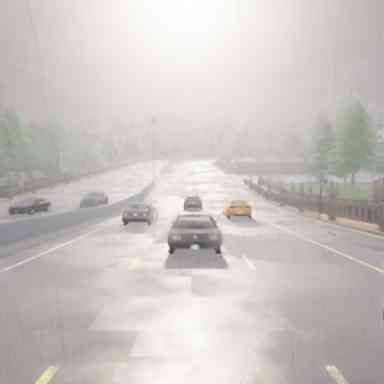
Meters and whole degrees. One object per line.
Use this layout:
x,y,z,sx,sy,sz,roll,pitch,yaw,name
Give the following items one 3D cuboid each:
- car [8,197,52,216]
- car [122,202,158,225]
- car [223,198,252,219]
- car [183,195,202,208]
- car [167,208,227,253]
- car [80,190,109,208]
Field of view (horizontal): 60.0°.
-14.064,1.189,29.117,1.882,1.535,5.008,0,2,0,car
-3.401,1.398,22.418,2.033,1.411,5.357,0,0,0,car
3.599,1.255,26.997,1.882,1.535,5.008,0,1,0,car
0.098,0.954,35.807,1.994,1.385,4.181,0,4,0,car
0.100,1.514,13.193,1.895,1.301,4.718,0,0,0,car
-10.502,0.726,35.965,2.097,1.767,4.553,0,4,0,car
